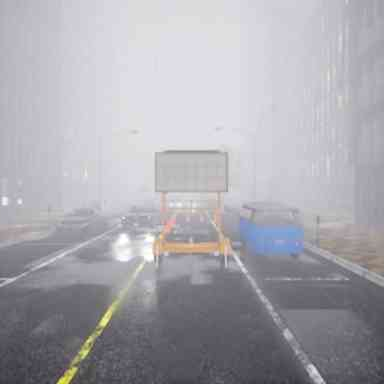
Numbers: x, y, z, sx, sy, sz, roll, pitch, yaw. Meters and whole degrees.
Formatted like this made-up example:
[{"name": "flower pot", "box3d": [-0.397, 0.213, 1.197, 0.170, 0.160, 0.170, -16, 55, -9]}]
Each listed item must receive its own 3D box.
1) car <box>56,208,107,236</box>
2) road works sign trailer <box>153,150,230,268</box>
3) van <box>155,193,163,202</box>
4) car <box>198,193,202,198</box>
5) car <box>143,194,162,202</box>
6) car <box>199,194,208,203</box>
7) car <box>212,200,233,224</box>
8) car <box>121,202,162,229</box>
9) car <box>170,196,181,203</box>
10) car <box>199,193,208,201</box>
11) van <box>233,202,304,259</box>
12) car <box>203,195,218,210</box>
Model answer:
[{"name": "car", "box3d": [-5.713, 1.509, 17.699, 1.802, 1.307, 4.206, 0, 0, 0]}, {"name": "road works sign trailer", "box3d": [-0.014, 0.419, 11.026, 2.380, 3.560, 2.880, 0, 0, 0]}, {"name": "van", "box3d": [-5.761, 1.093, 57.546, 1.690, 1.788, 3.998, 0, 0, 0]}, {"name": "car", "box3d": [2.620, 1.303, 57.553, 2.008, 1.369, 4.403, 0, 0, 0]}, {"name": "car", "box3d": [-5.747, 1.359, 46.162, 2.008, 1.369, 4.403, 0, 0, 0]}, {"name": "car", "box3d": [2.627, 1.332, 51.861, 2.008, 1.369, 4.403, 0, 0, 0]}, {"name": "car", "box3d": [2.661, 1.485, 23.398, 1.802, 1.307, 4.206, 0, 0, 0]}, {"name": "car", "box3d": [-3.126, 1.515, 20.830, 1.895, 1.301, 4.718, 0, 0, 0]}, {"name": "car", "box3d": [-3.133, 1.329, 61.901, 1.895, 1.301, 4.718, 0, 0, 0]}, {"name": "car", "box3d": [2.599, 1.096, 74.629, 1.967, 1.590, 4.097, 0, 0, 0]}, {"name": "van", "box3d": [2.675, 1.291, 12.014, 1.690, 1.788, 3.998, 0, 0, 0]}, {"name": "car", "box3d": [2.640, 1.415, 40.476, 1.802, 1.307, 4.206, 0, 0, 0]}]
